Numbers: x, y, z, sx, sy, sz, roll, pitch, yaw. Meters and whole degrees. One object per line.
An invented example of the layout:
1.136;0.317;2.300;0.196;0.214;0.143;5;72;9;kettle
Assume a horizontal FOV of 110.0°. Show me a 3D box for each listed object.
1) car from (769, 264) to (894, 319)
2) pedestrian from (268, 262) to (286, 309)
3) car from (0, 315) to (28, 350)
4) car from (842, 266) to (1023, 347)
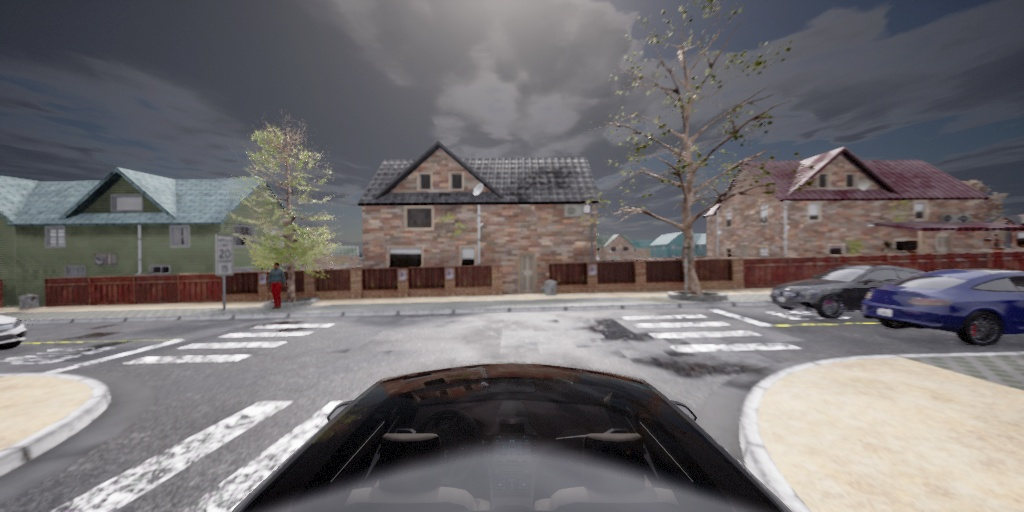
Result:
10.446;0.989;10.788;4.674;1.442;1.812;-2;0;1;car
-9.294;1.148;14.157;0.375;1.860;0.375;0;2;1;pedestrian
-14.529;1.720;8.424;4.674;1.442;1.812;-2;0;1;car
10.489;1.007;7.837;4.674;1.442;1.812;-2;0;1;car
